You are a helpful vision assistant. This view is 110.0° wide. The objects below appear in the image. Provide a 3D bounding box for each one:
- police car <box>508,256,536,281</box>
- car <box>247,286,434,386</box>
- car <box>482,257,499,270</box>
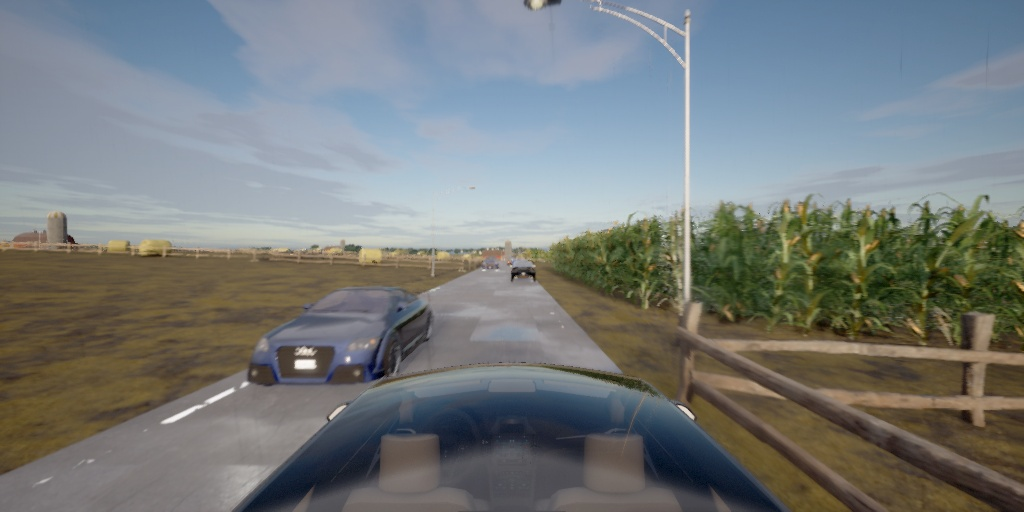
[{"bbox_3d":[0.827,1.056,28.102,1.930,1.638,5.238,0,0,0],"label":"police car"},{"bbox_3d":[-2.847,1.293,6.928,1.994,1.385,4.181,0,0,0],"label":"car"},{"bbox_3d":[-2.807,0.865,48.234,2.097,1.767,4.553,0,0,1],"label":"car"}]
